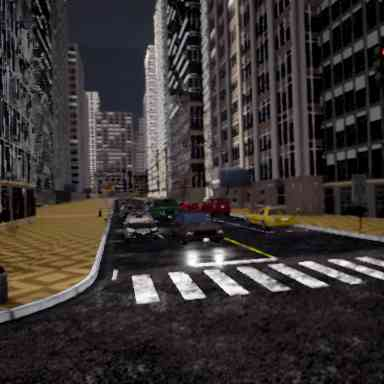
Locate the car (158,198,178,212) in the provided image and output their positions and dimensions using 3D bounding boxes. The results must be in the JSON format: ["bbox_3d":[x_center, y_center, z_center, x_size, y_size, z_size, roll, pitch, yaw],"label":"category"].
[{"bbox_3d":[-3.449,1.780,47.197,2.097,1.767,4.553,-2,0,-12],"label":"car"}]

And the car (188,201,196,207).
[{"bbox_3d":[-0.107,1.861,44.379,1.887,1.381,4.507,-1,0,-13],"label":"car"}]

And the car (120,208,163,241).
[{"bbox_3d":[-2.866,1.823,18.424,2.008,1.369,4.403,-1,0,-13],"label":"car"}]

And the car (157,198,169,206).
[{"bbox_3d":[-6.258,2.062,71.908,1.967,1.590,4.097,-1,0,-13],"label":"car"}]

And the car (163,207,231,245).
[{"bbox_3d":[0.043,1.727,17.111,2.033,1.411,5.357,-2,0,-13],"label":"car"}]

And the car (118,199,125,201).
[{"bbox_3d":[-10.734,2.215,53.526,1.887,1.381,4.507,-1,0,-13],"label":"car"}]

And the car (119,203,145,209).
[{"bbox_3d":[-5.814,1.989,31.499,1.947,1.339,4.313,-1,0,-13],"label":"car"}]

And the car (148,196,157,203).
[{"bbox_3d":[-11.179,2.178,93.930,2.192,1.841,5.009,-1,0,-13],"label":"car"}]

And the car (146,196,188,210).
[{"bbox_3d":[-2.178,1.515,27.025,2.150,2.045,5.566,-2,0,-13],"label":"car"}]

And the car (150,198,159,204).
[{"bbox_3d":[-9.945,2.354,88.423,2.008,1.369,4.403,-1,0,-13],"label":"car"}]

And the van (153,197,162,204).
[{"bbox_3d":[-8.719,2.085,82.919,1.690,1.788,3.998,-1,0,-13],"label":"van"}]

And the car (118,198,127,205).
[{"bbox_3d":[-18.115,2.475,86.568,1.967,1.590,4.097,-1,0,-13],"label":"car"}]

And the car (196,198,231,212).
[{"bbox_3d":[2.346,1.507,33.370,2.192,1.841,5.009,-1,0,-13],"label":"car"}]

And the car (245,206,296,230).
[{"bbox_3d":[4.918,1.585,21.700,1.752,1.417,4.829,-1,0,-13],"label":"car"}]

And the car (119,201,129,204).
[{"bbox_3d":[-7.044,2.036,37.005,2.008,1.369,4.403,-1,0,-13],"label":"car"}]

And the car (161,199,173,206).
[{"bbox_3d":[-5.026,2.106,66.402,1.887,1.381,4.507,-1,0,-13],"label":"car"}]

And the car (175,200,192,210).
[{"bbox_3d":[-1.337,1.960,49.884,1.802,1.307,4.206,-1,0,-13],"label":"car"}]
